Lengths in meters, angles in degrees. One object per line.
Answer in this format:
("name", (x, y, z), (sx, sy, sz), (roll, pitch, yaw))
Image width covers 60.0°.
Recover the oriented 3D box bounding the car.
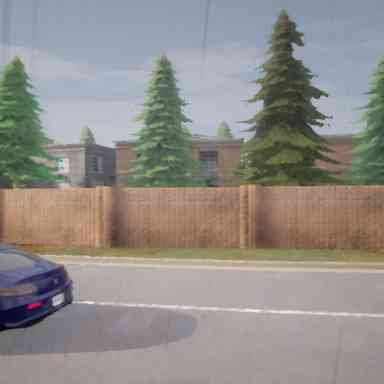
("car", (-4.433, 1.604, 5.881), (4.674, 1.442, 1.812), (0, 0, 11))
